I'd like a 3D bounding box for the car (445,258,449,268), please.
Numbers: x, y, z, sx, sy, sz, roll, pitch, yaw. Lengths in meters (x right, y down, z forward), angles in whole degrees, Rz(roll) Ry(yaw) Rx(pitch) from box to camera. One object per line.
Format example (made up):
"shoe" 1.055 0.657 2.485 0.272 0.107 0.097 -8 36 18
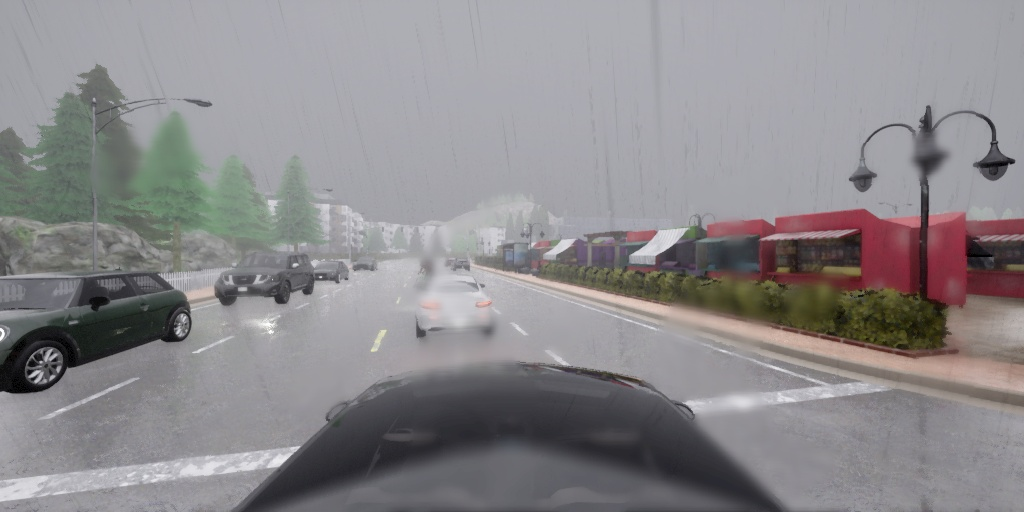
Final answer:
"car" -8.441 0.873 51.392 1.882 1.535 5.008 0 0 -14

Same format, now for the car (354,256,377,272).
"car" -16.604 0.823 40.623 2.097 1.767 4.553 0 1 -14

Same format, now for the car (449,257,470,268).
"car" -6.079 0.967 42.357 1.837 1.490 4.892 0 0 -14

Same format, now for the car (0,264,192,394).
"car" -8.133 1.076 6.352 2.097 1.767 4.553 0 0 -13

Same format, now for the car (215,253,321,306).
"car" -10.458 0.876 15.755 2.150 2.045 5.566 0 0 -14

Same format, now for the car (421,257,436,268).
"car" -11.830 0.904 50.835 1.837 1.490 4.892 0 0 -14

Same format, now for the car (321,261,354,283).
"car" -12.852 1.089 25.352 1.837 1.490 4.892 0 0 -14

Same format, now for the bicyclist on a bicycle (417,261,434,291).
"bicyclist on a bicycle" -4.683 1.079 19.768 0.582 1.620 1.656 0 1 24

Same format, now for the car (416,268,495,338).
"car" -1.660 1.224 9.975 1.812 1.442 4.674 0 0 -13
